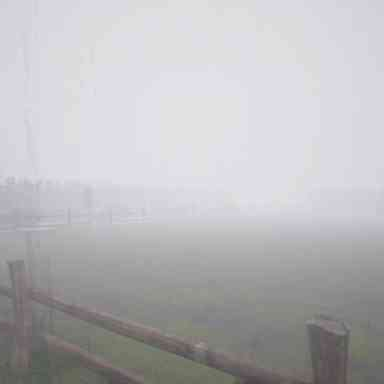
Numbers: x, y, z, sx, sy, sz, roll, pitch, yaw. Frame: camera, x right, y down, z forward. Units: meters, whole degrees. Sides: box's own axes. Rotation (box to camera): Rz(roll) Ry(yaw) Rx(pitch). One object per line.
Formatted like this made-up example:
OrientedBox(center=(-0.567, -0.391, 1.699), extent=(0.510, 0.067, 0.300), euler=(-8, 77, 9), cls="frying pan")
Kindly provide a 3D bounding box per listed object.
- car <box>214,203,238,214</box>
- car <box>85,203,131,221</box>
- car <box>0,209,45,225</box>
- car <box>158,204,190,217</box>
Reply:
OrientedBox(center=(5.299, 2.456, 51.746), extent=(2.097, 1.767, 4.553), euler=(-1, -2, 36), cls="car")
OrientedBox(center=(-8.300, 1.926, 33.082), extent=(2.097, 1.767, 4.553), euler=(-1, -2, 36), cls="car")
OrientedBox(center=(-13.906, 1.955, 25.397), extent=(1.895, 1.301, 4.718), euler=(-1, -2, 37), cls="car")
OrientedBox(center=(-2.188, 2.305, 41.508), extent=(2.128, 1.511, 4.902), euler=(-1, -2, 36), cls="car")
